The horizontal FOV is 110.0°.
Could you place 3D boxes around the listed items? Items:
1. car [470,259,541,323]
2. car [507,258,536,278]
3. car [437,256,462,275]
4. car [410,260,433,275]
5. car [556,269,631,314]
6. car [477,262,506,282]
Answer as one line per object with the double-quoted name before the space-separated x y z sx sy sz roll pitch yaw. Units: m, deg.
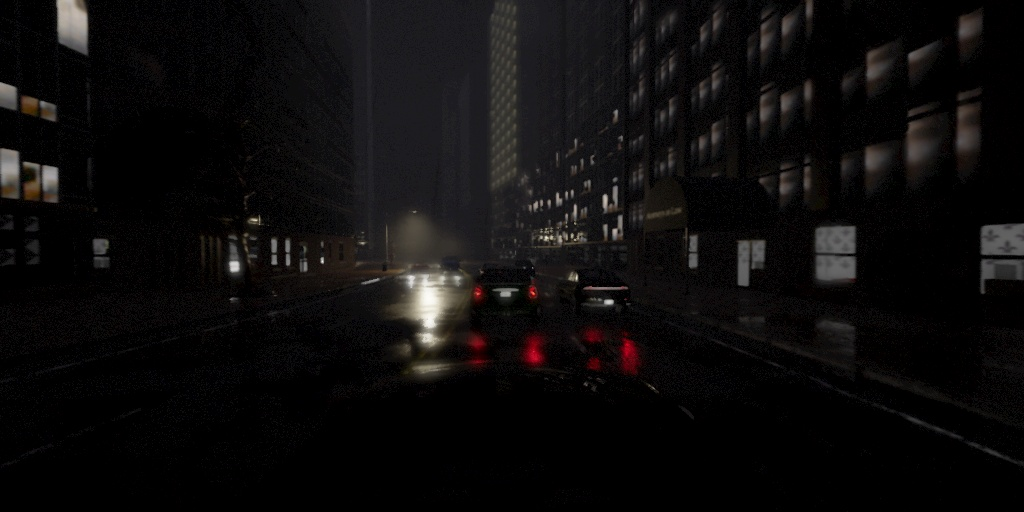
"car" -0.272 1.106 12.327 2.097 1.767 4.553 0 0 -3
"car" 0.822 1.091 34.274 2.097 1.767 4.553 0 0 -8
"car" -6.722 0.993 39.156 2.150 2.045 5.566 0 0 -10
"car" -10.043 1.384 39.305 1.895 1.301 4.718 0 0 -10
"car" 2.919 1.237 13.679 2.128 1.511 4.902 0 0 -3
"car" -1.849 1.302 30.128 2.033 1.411 5.357 0 0 -7
